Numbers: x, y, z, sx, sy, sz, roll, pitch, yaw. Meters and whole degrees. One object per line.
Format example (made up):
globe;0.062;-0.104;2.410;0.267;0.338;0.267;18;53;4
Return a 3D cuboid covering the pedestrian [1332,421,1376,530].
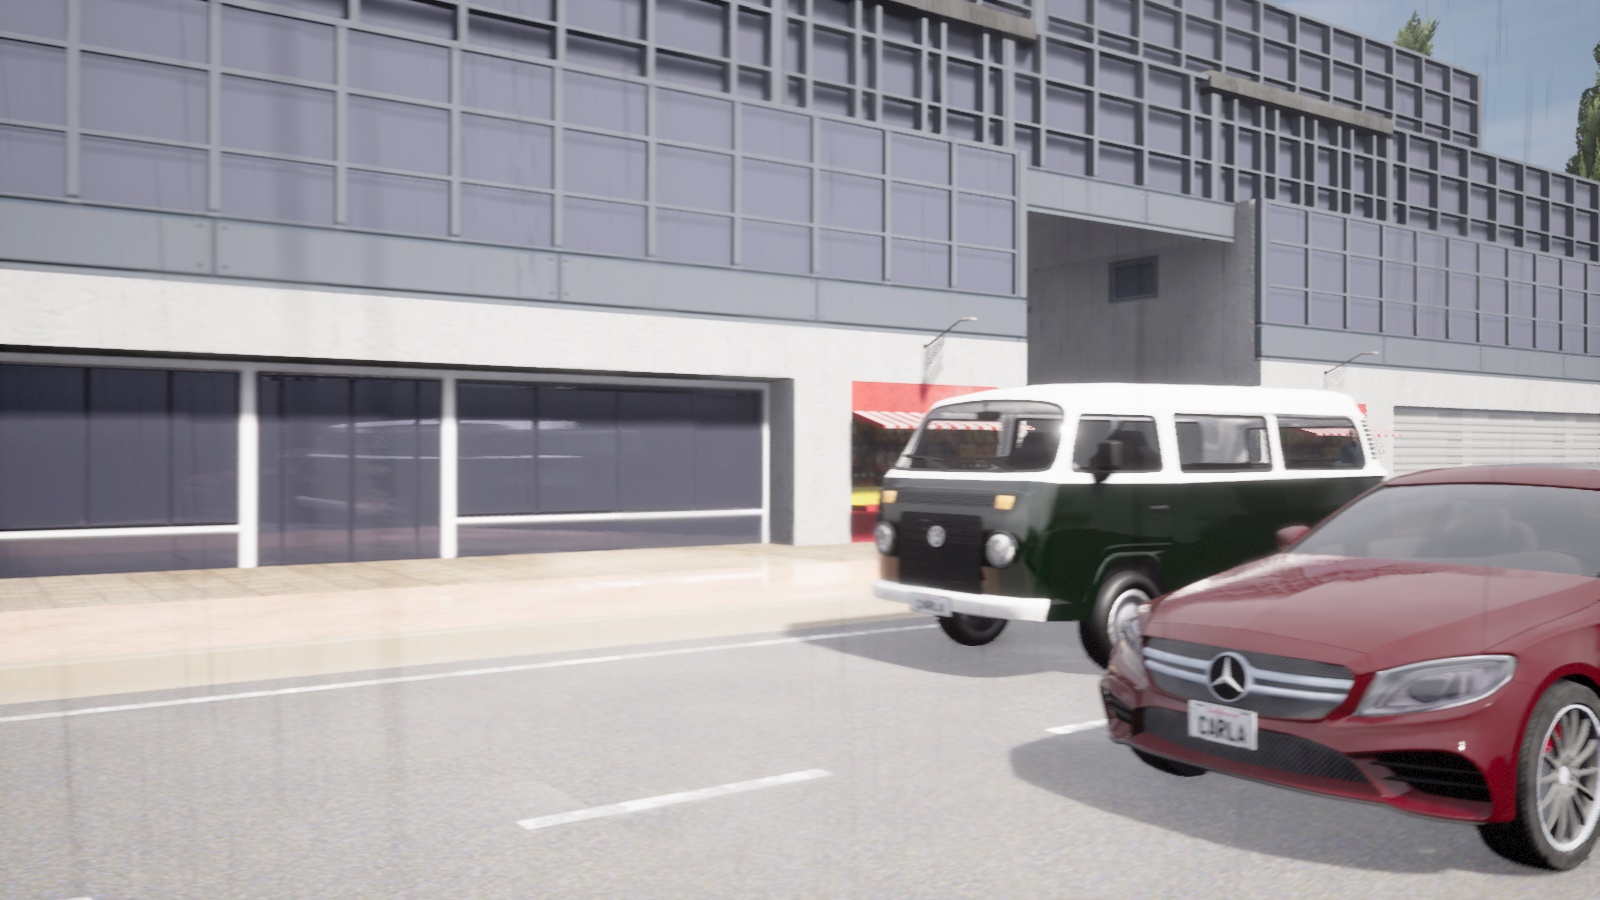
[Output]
pedestrian;9.577;0.436;21.694;0.726;1.842;0.402;0;0;-39

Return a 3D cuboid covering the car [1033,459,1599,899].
car;3.453;0.778;6.051;4.674;1.442;1.812;0;0;-35

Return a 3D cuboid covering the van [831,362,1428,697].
van;2.661;0.486;9.762;4.480;2.038;2.069;0;0;-35
